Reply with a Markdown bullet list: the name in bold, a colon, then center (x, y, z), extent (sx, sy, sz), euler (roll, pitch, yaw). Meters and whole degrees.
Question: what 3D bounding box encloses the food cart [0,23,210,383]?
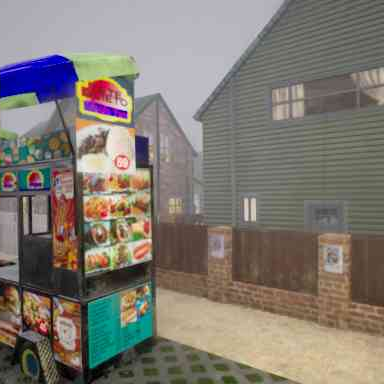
- **food cart**: center (-2.362, 0.468, 4.916), extent (4.660, 3.560, 2.280), euler (-1, 0, 35)
